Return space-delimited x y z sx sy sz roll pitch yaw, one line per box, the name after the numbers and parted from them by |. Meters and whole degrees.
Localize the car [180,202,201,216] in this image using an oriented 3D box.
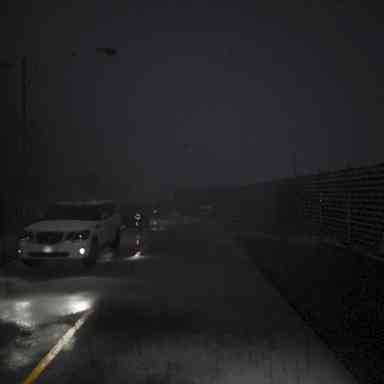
-0.115 1.781 35.964 1.812 1.442 4.674 0 0 -5 | car

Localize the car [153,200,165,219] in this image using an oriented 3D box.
-4.036 1.755 32.273 1.812 1.442 4.674 0 0 0 | car

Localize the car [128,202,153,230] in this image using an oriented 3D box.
-4.089 1.509 22.082 2.097 1.767 4.553 0 0 0 | car

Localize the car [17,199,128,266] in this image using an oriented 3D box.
-4.100 1.309 12.231 2.150 2.045 5.566 0 0 0 | car

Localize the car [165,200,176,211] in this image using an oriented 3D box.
-4.481 1.833 45.844 4.892 1.490 1.837 0 0 37 | car
